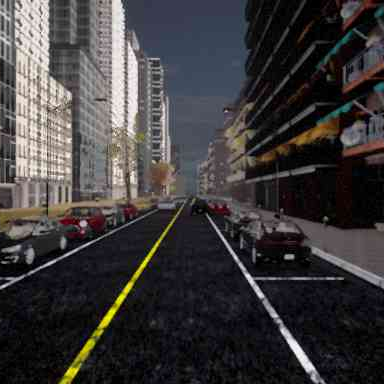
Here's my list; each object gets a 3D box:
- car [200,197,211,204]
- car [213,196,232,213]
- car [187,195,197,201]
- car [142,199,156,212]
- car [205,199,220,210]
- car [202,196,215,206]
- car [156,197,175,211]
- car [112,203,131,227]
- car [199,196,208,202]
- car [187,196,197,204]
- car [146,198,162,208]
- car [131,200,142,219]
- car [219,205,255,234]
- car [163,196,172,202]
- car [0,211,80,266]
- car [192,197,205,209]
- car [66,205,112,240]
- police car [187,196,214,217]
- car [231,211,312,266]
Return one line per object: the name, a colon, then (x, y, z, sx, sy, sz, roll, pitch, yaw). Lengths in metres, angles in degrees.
car: (2.696, 1.637, 66.698, 2.008, 1.369, 4.403, 0, 0, 0)
car: (2.693, 1.472, 33.503, 1.967, 1.590, 4.097, 0, 0, 0)
car: (0.040, 1.531, 83.291, 1.895, 1.301, 4.718, 0, 0, 8)
car: (-5.687, 1.565, 38.866, 1.752, 1.417, 4.829, 0, 0, 0)
car: (2.693, 1.631, 44.568, 1.802, 1.307, 4.206, 0, 0, 0)
car: (2.694, 1.507, 55.633, 1.967, 1.590, 4.097, 0, 0, 0)
car: (-3.086, 1.643, 40.724, 1.895, 1.301, 4.718, 0, 0, 0)
car: (-5.689, 1.570, 22.438, 2.008, 1.369, 4.403, 0, 0, 0)
car: (2.697, 1.660, 77.764, 2.008, 1.369, 4.403, 0, 0, 0)
car: (0.007, 1.560, 66.593, 1.882, 1.535, 5.008, 0, 0, 0)
car: (-5.686, 1.640, 50.102, 1.802, 1.307, 4.206, 0, 0, 0)
car: (-5.688, 1.570, 27.971, 1.887, 1.381, 4.507, 0, 0, 0)
car: (2.692, 1.565, 16.905, 2.008, 1.369, 4.403, 0, 0, 0)
car: (-5.684, 1.654, 77.765, 1.887, 1.381, 4.507, 0, 0, 0)
car: (-5.690, 1.560, 11.374, 2.008, 1.369, 4.403, 0, 0, 0)
car: (0.904, 1.533, 48.172, 1.882, 1.535, 5.008, 0, 0, 0)
car: (-5.689, 1.454, 16.907, 1.967, 1.590, 4.097, 0, 0, 0)
police car: (0.811, 1.456, 32.307, 1.930, 1.638, 5.238, 0, 0, 2)
car: (2.691, 1.560, 11.372, 2.008, 1.369, 4.403, 0, 0, 0)
